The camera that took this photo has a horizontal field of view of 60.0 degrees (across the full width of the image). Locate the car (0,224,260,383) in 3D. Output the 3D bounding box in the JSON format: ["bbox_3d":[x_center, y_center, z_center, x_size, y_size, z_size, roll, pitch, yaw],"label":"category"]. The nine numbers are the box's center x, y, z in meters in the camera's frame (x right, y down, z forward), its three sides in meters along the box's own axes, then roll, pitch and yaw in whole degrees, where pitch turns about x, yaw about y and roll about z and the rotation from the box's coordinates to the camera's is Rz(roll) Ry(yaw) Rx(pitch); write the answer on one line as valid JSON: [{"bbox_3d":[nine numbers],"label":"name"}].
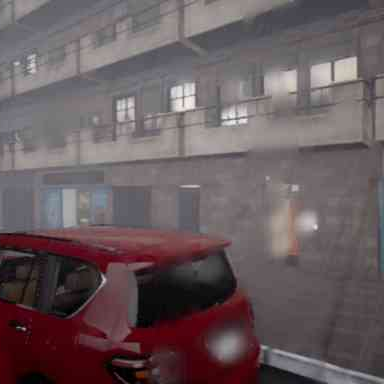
[{"bbox_3d":[-1.655,1.335,4.054,5.009,1.841,2.192,0,0,36],"label":"car"}]
